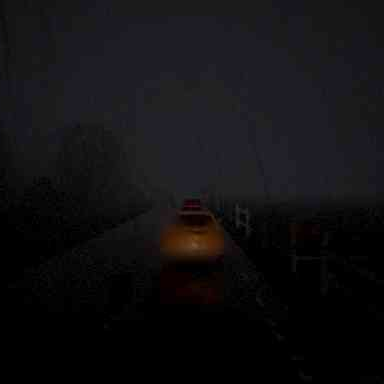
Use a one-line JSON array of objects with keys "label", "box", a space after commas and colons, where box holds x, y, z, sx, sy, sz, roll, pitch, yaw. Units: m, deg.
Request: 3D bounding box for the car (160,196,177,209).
[{"label": "car", "box": [-2.853, 1.255, 40.881, 1.837, 1.490, 4.892, 0, 1, 0]}]

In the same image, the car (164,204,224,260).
[{"label": "car", "box": [0.072, 1.411, 12.189, 1.882, 1.535, 5.008, 0, 0, 1]}]

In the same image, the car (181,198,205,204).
[{"label": "car", "box": [0.075, 1.332, 29.651, 1.837, 1.490, 4.892, 0, 0, 0]}]
